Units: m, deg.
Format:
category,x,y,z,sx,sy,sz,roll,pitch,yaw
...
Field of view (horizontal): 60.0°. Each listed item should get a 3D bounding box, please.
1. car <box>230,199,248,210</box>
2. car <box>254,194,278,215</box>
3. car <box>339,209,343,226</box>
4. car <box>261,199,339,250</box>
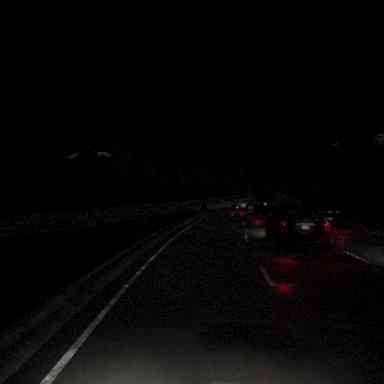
category,x,y,z,sx,sy,sz,roll,pitch,yaw
car,6.027,1.596,42.233,1.895,1.301,4.718,0,0,15
car,7.489,1.219,33.709,2.150,2.045,5.566,0,0,13
car,9.140,1.489,23.509,2.128,1.511,4.902,0,0,8
car,4.463,1.350,14.533,2.097,1.767,4.553,0,0,6
